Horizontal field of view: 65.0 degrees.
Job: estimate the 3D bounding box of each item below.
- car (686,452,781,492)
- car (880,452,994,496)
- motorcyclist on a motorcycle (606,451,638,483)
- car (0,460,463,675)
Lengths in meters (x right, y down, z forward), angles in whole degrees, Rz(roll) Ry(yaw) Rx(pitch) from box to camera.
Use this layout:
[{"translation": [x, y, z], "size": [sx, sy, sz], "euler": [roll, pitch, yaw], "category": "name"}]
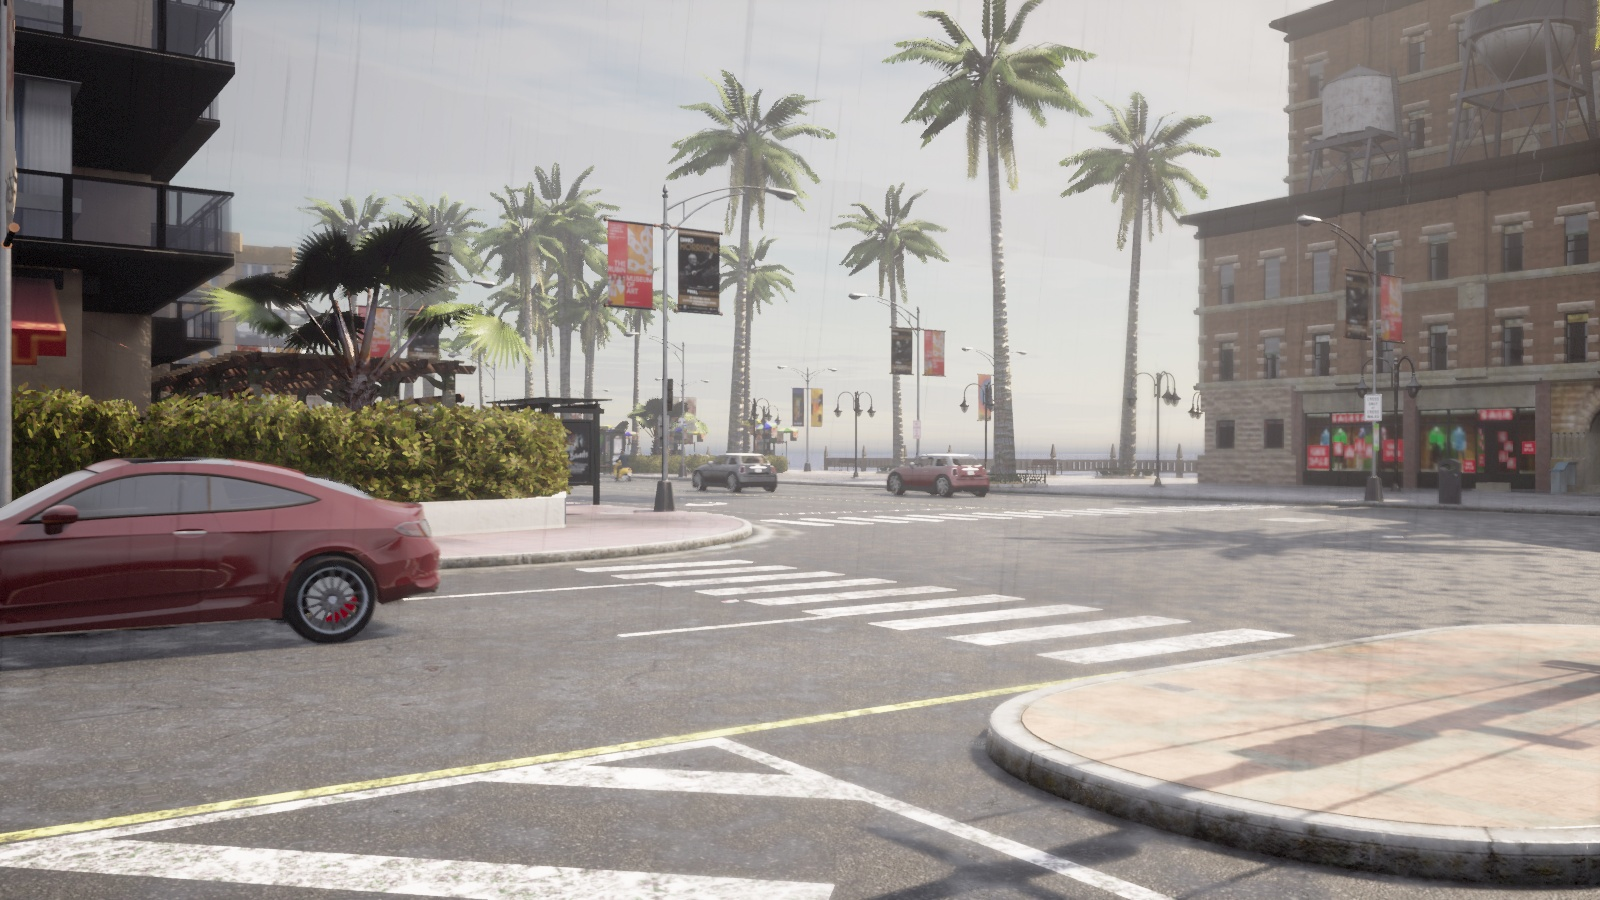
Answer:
[{"translation": [-2.602, 0.835, 48.619], "size": [1.970, 1.475, 3.806], "euler": [0, 0, -34], "category": "car"}, {"translation": [4.762, 0.808, 44.050], "size": [1.970, 1.475, 3.806], "euler": [0, 0, -34], "category": "car"}, {"translation": [-9.138, 0.875, 64.368], "size": [0.866, 1.590, 1.817], "euler": [0, 0, -35], "category": "motorcyclist on a motorcycle"}, {"translation": [-5.209, 0.805, 9.747], "size": [4.674, 1.442, 1.812], "euler": [0, 0, -35], "category": "car"}]
